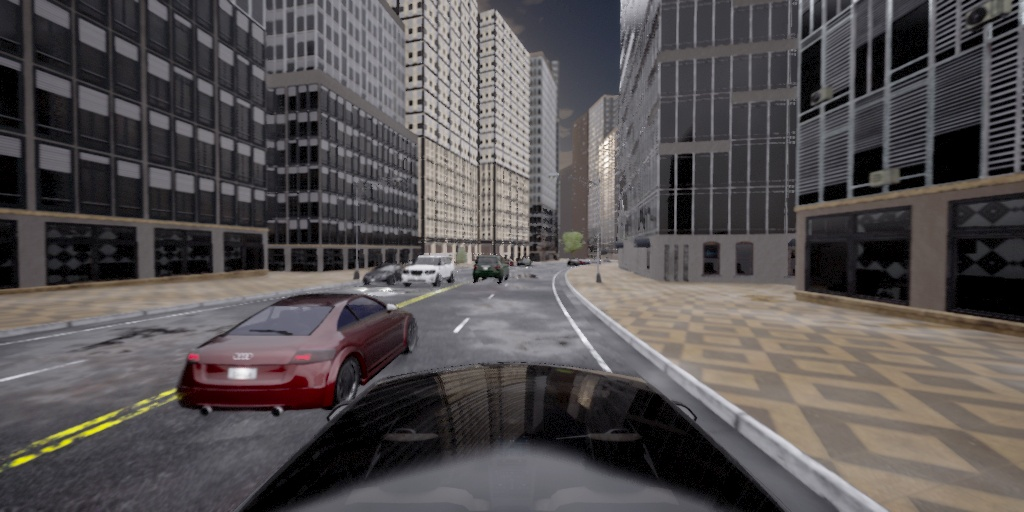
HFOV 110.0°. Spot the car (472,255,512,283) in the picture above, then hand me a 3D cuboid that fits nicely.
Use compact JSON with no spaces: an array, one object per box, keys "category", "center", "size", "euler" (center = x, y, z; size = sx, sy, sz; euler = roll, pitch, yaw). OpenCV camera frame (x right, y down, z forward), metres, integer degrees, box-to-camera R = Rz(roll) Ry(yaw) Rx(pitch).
[{"category":"car","center":[-1.562,0.979,27.906],"size":[2.150,2.045,5.566],"euler":[0,0,7]}]

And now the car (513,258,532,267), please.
[{"category":"car","center":[2.197,1.143,64.753],"size":[2.097,1.767,4.553],"euler":[0,0,16]}]

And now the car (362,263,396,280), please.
[{"category":"car","center":[-8.589,1.249,25.039],"size":[1.812,1.442,4.674],"euler":[0,0,6]}]

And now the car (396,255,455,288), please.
[{"category":"car","center":[-5.433,0.958,24.078],"size":[2.150,2.045,5.566],"euler":[0,0,6]}]

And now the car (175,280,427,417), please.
[{"category":"car","center":[-3.041,1.306,6.098],"size":[1.994,1.385,4.181],"euler":[0,0,1]}]
